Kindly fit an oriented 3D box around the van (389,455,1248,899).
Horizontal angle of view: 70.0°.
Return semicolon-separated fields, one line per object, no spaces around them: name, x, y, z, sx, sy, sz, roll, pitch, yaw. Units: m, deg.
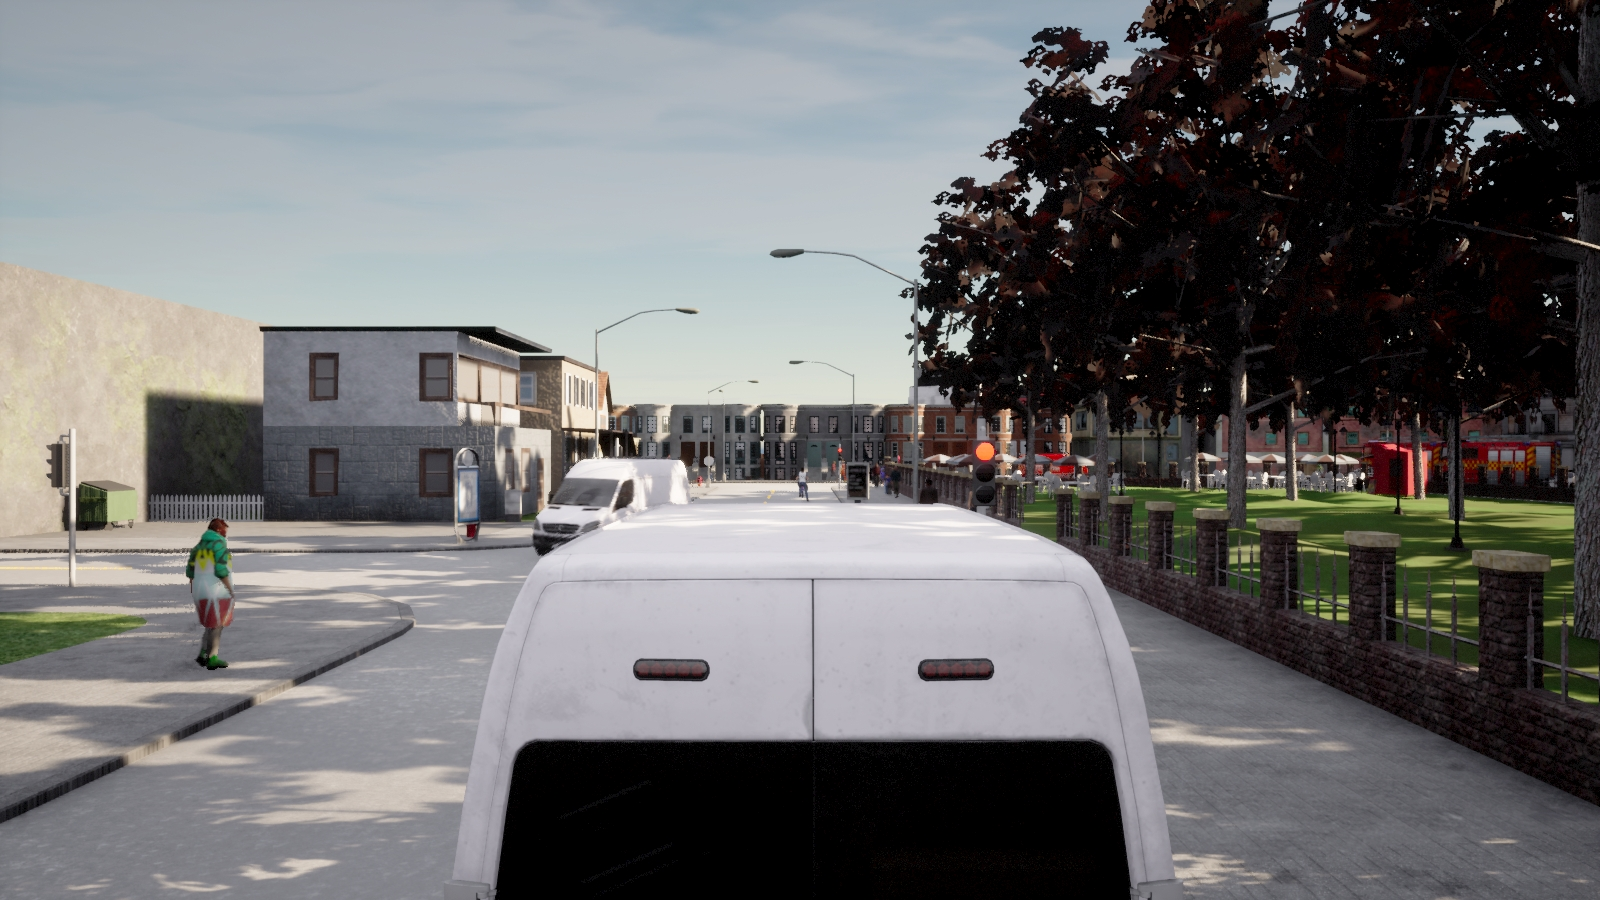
van;0.036;1.314;5.605;1.988;2.561;5.915;0;0;0

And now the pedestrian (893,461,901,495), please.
pedestrian;5.304;1.525;62.700;0.375;1.860;0.375;0;0;-7

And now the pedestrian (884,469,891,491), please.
pedestrian;5.261;1.805;68.989;0.375;1.300;0.375;0;0;-6

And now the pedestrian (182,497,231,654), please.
pedestrian;-7.231;1.516;13.929;0.375;1.860;0.375;0;0;23

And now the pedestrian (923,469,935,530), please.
pedestrian;3.960;1.525;35.099;0.375;1.860;0.375;0;0;4

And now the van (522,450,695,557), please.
van;-5.028;1.315;31.141;1.988;2.561;5.915;1;0;20

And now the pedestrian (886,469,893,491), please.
pedestrian;5.339;1.804;68.353;0.375;1.300;0.375;0;0;1
